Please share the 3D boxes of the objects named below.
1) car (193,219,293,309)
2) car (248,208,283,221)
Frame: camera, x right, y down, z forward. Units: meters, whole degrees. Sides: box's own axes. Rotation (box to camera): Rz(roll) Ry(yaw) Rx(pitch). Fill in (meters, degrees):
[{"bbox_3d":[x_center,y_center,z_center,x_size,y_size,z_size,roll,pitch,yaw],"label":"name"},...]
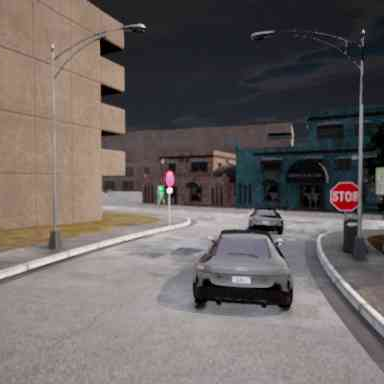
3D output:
[{"bbox_3d":[1.269,1.593,8.086,1.994,1.385,4.181,0,0,10],"label":"car"},{"bbox_3d":[4.441,1.662,20.413,1.994,1.385,4.181,1,0,10],"label":"car"}]
